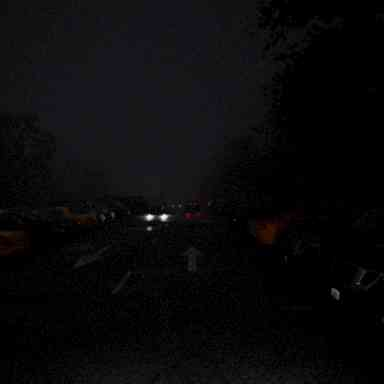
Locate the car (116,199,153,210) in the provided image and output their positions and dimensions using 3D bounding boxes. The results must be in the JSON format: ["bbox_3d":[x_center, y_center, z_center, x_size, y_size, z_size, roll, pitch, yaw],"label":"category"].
[{"bbox_3d":[-8.071,1.782,46.921,4.792,1.488,2.163,0,-1,0],"label":"car"}]

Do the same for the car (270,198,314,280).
[{"bbox_3d":[5.012,1.247,7.985,5.566,2.045,2.435,0,0,0],"label":"car"}]

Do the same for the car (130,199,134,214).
[{"bbox_3d":[-8.038,1.591,30.285,4.674,1.452,2.002,0,0,0],"label":"car"}]

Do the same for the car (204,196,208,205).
[{"bbox_3d":[5.033,1.903,55.181,5.008,1.535,2.097,0,-1,0],"label":"car"}]

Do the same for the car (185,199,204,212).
[{"bbox_3d":[0.098,1.675,42.137,2.128,1.511,4.902,0,-1,0],"label":"car"}]

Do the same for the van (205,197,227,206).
[{"bbox_3d":[5.155,2.007,71.797,4.442,1.987,1.878,0,-1,0],"label":"van"}]

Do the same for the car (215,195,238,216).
[{"bbox_3d":[5.011,1.292,27.502,5.566,2.045,2.435,0,0,0],"label":"car"}]

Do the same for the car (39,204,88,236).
[{"bbox_3d":[-8.047,1.520,16.404,4.892,1.521,2.231,0,0,0],"label":"car"}]

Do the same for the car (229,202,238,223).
[{"bbox_3d":[5.037,1.570,21.836,4.674,1.452,2.002,0,0,0],"label":"car"}]

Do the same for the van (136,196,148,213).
[{"bbox_3d":[-8.158,1.424,41.373,4.442,1.987,1.878,0,-1,0],"label":"van"}]

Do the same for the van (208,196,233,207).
[{"bbox_3d":[5.155,1.776,60.600,4.442,1.987,1.878,0,-1,0],"label":"van"}]

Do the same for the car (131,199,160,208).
[{"bbox_3d":[-8.039,1.996,58.023,4.674,1.452,2.002,0,-1,0],"label":"car"}]

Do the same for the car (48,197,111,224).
[{"bbox_3d":[-8.072,1.406,21.957,4.553,1.767,2.185,0,0,0],"label":"car"}]

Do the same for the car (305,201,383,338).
[{"bbox_3d":[5.012,1.241,5.215,5.566,2.045,2.435,0,0,0],"label":"car"}]

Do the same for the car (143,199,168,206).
[{"bbox_3d":[-8.228,2.308,74.661,5.366,1.575,1.946,0,-1,0],"label":"car"}]

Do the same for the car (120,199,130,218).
[{"bbox_3d":[-8.046,1.544,27.509,5.008,1.535,2.097,0,0,0],"label":"car"}]

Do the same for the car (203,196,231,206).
[{"bbox_3d":[5.065,1.911,68.906,5.566,2.045,2.435,0,-1,0],"label":"car"}]

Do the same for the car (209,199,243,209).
[{"bbox_3d":[5.032,1.800,49.516,4.892,1.521,2.231,0,-1,0],"label":"car"}]

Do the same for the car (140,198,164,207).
[{"bbox_3d":[-8.011,1.986,66.349,4.553,1.767,2.185,0,-1,0],"label":"car"}]

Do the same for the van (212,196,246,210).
[{"bbox_3d":[5.155,1.522,46.751,4.442,1.987,1.878,0,-1,0],"label":"van"}]

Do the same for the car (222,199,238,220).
[{"bbox_3d":[5.034,1.536,24.607,5.008,1.535,2.097,0,0,0],"label":"car"}]

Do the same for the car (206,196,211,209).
[{"bbox_3d":[4.854,1.694,43.976,5.366,1.575,1.946,0,-1,0],"label":"car"}]

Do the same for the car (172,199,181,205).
[{"bbox_3d":[-3.503,2.285,76.891,1.882,1.535,5.008,0,-2,0],"label":"car"}]

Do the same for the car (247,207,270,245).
[{"bbox_3d":[5.034,1.511,13.526,5.008,1.535,2.097,0,0,0],"label":"car"}]

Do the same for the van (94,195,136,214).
[{"bbox_3d":[-8.158,1.331,33.062,4.442,1.987,1.878,0,0,0],"label":"van"}]

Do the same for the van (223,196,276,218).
[{"bbox_3d":[5.156,1.324,30.273,4.442,1.987,1.878,0,0,0],"label":"van"}]

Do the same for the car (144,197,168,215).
[{"bbox_3d":[-3.588,1.609,35.319,1.812,1.442,4.674,0,0,0],"label":"car"}]

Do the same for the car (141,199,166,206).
[{"bbox_3d":[-8.036,2.170,69.122,5.008,1.535,2.097,0,-1,0],"label":"car"}]

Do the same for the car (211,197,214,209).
[{"bbox_3d":[5.044,1.595,38.438,5.008,1.535,2.097,0,-1,0],"label":"car"}]

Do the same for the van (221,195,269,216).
[{"bbox_3d":[5.155,1.330,32.918,4.442,1.987,1.878,0,0,0],"label":"van"}]

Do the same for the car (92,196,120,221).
[{"bbox_3d":[-8.072,1.412,24.733,4.553,1.767,2.185,0,0,0],"label":"car"}]

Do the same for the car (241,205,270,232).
[{"bbox_3d":[5.042,1.558,16.421,4.674,1.452,2.002,0,0,0],"label":"car"}]

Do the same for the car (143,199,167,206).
[{"bbox_3d":[-8.037,2.238,71.894,4.892,1.521,2.231,0,-1,0],"label":"car"}]

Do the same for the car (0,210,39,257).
[{"bbox_3d":[-8.226,1.503,10.852,5.366,1.575,1.946,0,0,0],"label":"car"}]

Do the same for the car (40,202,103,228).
[{"bbox_3d":[-8.226,1.522,19.180,5.366,1.575,1.946,0,0,0],"label":"car"}]

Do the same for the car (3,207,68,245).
[{"bbox_3d":[-8.034,1.514,13.628,4.892,1.521,2.231,0,0,0],"label":"car"}]

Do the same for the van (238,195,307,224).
[{"bbox_3d":[5.156,1.298,19.192,4.442,1.987,1.878,0,0,0],"label":"van"}]

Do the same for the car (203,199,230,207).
[{"bbox_3d":[4.853,2.103,66.133,5.366,1.575,1.946,0,-1,0],"label":"car"}]
